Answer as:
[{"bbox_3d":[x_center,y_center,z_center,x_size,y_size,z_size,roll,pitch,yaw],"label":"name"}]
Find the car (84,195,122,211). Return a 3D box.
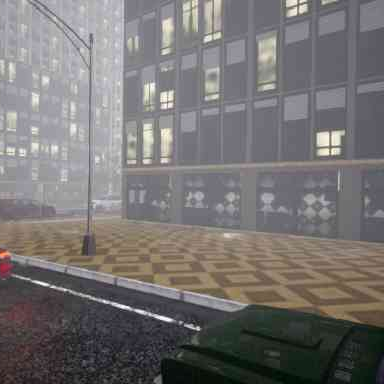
[{"bbox_3d":[-11.589,1.452,44.198,2.150,2.045,5.566,1,0,36],"label":"car"}]

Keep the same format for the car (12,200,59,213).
[{"bbox_3d":[-18.396,1.643,39.327,1.752,1.417,4.829,1,0,36],"label":"car"}]

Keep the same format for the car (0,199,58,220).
[{"bbox_3d":[-14.875,1.519,29.960,2.192,1.841,5.009,1,0,36],"label":"car"}]

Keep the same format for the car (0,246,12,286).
[{"bbox_3d":[-6.128,1.521,8.018,4.674,1.442,1.812,0,0,35],"label":"car"}]

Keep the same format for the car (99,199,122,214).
[{"bbox_3d":[-8.100,1.830,39.188,1.752,1.417,4.829,1,0,36],"label":"car"}]

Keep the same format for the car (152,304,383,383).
[{"bbox_3d":[1.983,1.601,2.272,4.718,1.301,1.895,0,0,35],"label":"car"}]
